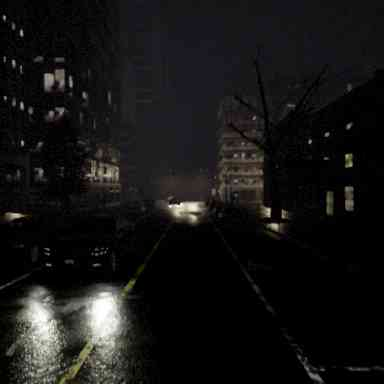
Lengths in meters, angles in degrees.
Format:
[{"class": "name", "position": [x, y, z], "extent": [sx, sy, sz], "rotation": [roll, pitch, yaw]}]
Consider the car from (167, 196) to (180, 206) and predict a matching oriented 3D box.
[{"class": "car", "position": [-2.980, 1.638, 58.292], "extent": [2.033, 1.411, 5.357], "rotation": [0, 0, 0]}]

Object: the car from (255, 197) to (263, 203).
[{"class": "car", "position": [16.340, 1.748, 74.333], "extent": [4.403, 1.369, 2.008], "rotation": [0, 0, 1]}]

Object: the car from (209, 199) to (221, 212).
[{"class": "car", "position": [2.756, 1.587, 28.627], "extent": [1.887, 1.381, 4.507], "rotation": [-1, 0, 0]}]

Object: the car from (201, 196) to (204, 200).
[{"class": "car", "position": [2.825, 1.604, 51.375], "extent": [1.752, 1.417, 4.829], "rotation": [-1, 0, 0]}]

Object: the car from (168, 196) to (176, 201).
[{"class": "car", "position": [-5.670, 1.719, 94.817], "extent": [1.947, 1.339, 4.313], "rotation": [-1, 0, 0]}]

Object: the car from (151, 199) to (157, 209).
[{"class": "car", "position": [-5.816, 1.615, 45.621], "extent": [1.887, 1.381, 4.507], "rotation": [-1, 0, 0]}]

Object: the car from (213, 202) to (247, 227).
[{"class": "car", "position": [2.721, 1.616, 22.983], "extent": [1.802, 1.307, 4.206], "rotation": [-1, 0, 0]}]

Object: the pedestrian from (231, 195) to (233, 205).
[{"class": "pedestrian", "position": [7.156, 1.400, 59.527], "extent": [0.375, 1.860, 0.375], "rotation": [-1, 1, 0]}]

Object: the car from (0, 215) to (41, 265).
[{"class": "car", "position": [-5.697, 1.563, 11.756], "extent": [1.887, 1.381, 4.507], "rotation": [-1, 0, 0]}]

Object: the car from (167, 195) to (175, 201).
[{"class": "car", "position": [-5.672, 1.668, 88.993], "extent": [1.752, 1.417, 4.829], "rotation": [-1, 0, 0]}]

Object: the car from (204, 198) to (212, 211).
[{"class": "car", "position": [2.821, 1.611, 39.916], "extent": [2.008, 1.369, 4.403], "rotation": [-1, 0, 0]}]

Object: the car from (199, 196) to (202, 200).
[{"class": "car", "position": [2.710, 1.703, 94.814], "extent": [2.008, 1.369, 4.403], "rotation": [-1, 0, 0]}]

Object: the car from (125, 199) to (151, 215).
[{"class": "car", "position": [-5.793, 1.603, 34.331], "extent": [2.008, 1.369, 4.403], "rotation": [-1, 0, 0]}]

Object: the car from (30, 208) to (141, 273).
[{"class": "car", "position": [-3.097, 1.494, 10.905], "extent": [1.882, 1.535, 5.008], "rotation": [0, 0, 0]}]
